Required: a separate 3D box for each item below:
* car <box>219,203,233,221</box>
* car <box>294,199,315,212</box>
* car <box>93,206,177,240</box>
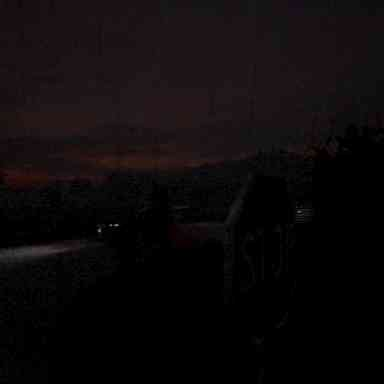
[{"bbox_3d":[3.970,1.422,26.316,1.882,1.535,5.008,0,0,37],"label":"car"},{"bbox_3d":[12.500,1.491,37.709,1.994,1.385,4.181,0,0,36],"label":"car"},{"bbox_3d":[-2.794,1.493,17.266,2.128,1.511,4.902,0,0,37],"label":"car"}]
